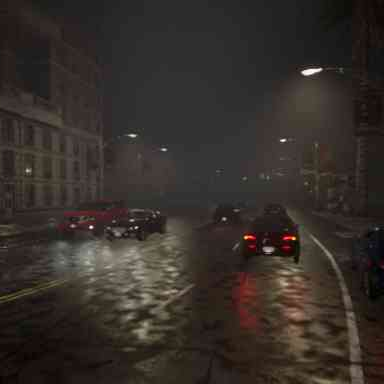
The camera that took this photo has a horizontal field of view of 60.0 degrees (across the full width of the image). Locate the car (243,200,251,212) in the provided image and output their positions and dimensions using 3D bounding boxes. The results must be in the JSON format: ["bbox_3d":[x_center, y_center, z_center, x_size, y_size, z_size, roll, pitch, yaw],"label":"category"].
[{"bbox_3d":[6.207,1.719,40.936,2.128,1.511,4.902,-1,0,13],"label":"car"}]

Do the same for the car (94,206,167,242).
[{"bbox_3d":[-2.800,1.688,17.680,2.128,1.511,4.902,-1,-1,15],"label":"car"}]

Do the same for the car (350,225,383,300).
[{"bbox_3d":[4.926,1.503,7.867,1.812,1.442,4.674,-1,-1,20],"label":"car"}]

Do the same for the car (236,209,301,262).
[{"bbox_3d":[2.982,1.574,12.245,1.812,1.442,4.674,-1,-1,17],"label":"car"}]

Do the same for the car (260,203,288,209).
[{"bbox_3d":[6.383,1.605,25.933,1.837,1.490,4.892,-1,-1,13],"label":"car"}]

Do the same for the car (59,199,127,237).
[{"bbox_3d":[-5.707,1.476,20.370,2.150,2.045,5.566,-1,-1,13],"label":"car"}]

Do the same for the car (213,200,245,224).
[{"bbox_3d":[2.848,1.669,26.123,1.837,1.490,4.892,-1,-1,13],"label":"car"}]
